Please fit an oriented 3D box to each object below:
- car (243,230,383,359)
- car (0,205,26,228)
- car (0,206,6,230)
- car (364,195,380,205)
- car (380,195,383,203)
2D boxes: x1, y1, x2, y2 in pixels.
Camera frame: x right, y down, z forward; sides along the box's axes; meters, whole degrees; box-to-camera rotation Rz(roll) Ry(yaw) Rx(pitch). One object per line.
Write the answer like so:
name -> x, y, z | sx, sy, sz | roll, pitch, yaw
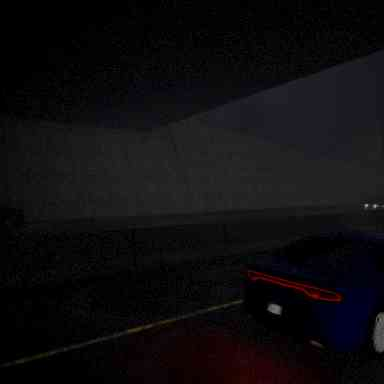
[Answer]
car -> 3.141, 1.429, 6.002 | 5.008, 1.535, 1.882 | -1, 0, -36
car -> -13.047, 1.470, 20.483 | 5.008, 1.535, 1.882 | -1, 0, -36
car -> -10.650, 1.500, 13.589 | 4.902, 1.511, 2.128 | -1, 0, -36
car -> 27.813, 1.132, 49.632 | 5.357, 1.411, 2.033 | -1, 0, -35
car -> 28.234, 1.126, 45.657 | 4.674, 1.442, 1.812 | 0, 0, -35
